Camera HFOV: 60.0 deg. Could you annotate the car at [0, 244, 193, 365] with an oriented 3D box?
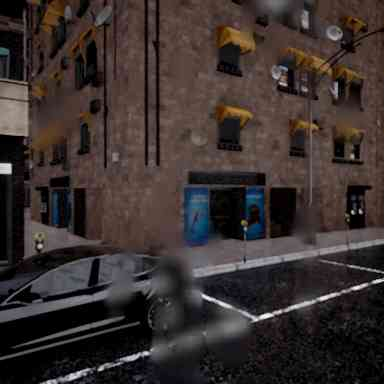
[{"bbox_3d":[-1.973,1.571,5.158,4.313,1.339,1.947,0,-1,-36],"label":"car"}]
